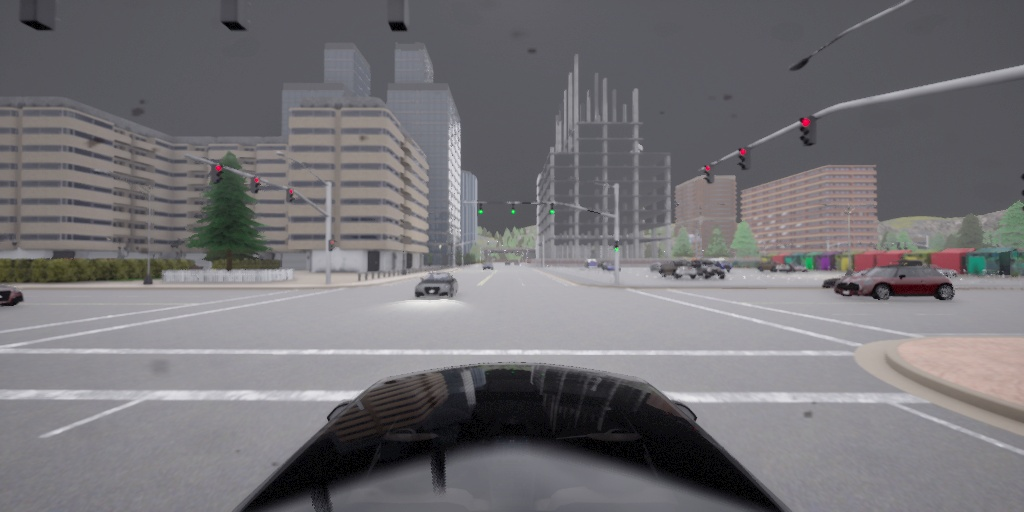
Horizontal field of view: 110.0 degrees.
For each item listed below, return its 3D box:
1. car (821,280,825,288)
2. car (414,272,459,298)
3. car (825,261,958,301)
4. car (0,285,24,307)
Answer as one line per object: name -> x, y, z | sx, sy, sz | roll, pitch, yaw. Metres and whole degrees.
car -> 22.220, 1.544, 21.859 | 5.357, 1.411, 2.033 | 0, -1, 1
car -> -4.102, 1.597, 20.003 | 1.994, 1.385, 4.181 | 0, -1, -3
car -> 19.421, 1.308, 18.399 | 4.553, 1.767, 2.097 | 0, -1, 1
car -> -22.722, 1.469, 14.445 | 4.181, 1.385, 1.994 | 0, -1, 0
